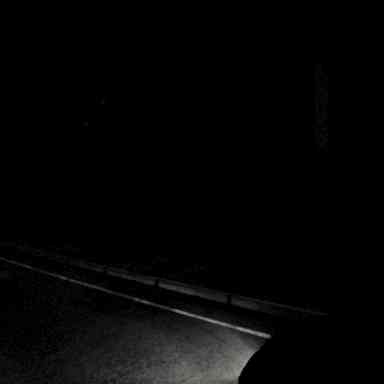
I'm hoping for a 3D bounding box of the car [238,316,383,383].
[{"bbox_3d":[2.913,1.554,1.966,5.357,1.411,2.033,0,0,35],"label":"car"}]
